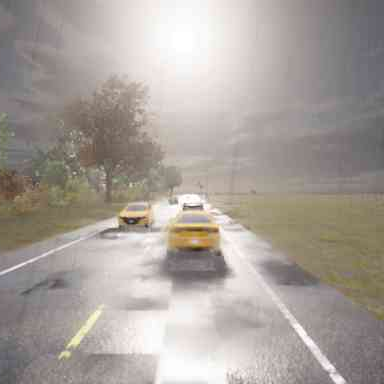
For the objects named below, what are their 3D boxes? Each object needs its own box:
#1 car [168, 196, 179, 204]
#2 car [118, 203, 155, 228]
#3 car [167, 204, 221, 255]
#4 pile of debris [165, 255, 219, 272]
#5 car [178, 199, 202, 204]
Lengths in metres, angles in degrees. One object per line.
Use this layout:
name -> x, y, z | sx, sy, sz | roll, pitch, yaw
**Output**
car -> -3.508, 1.462, 63.693 | 2.128, 1.511, 4.902 | 0, 0, 1
car -> -3.594, 1.463, 22.215 | 1.882, 1.535, 5.008 | 0, 0, 0
car -> 0.094, 1.468, 13.343 | 1.882, 1.535, 5.008 | 0, 0, 0
pile of debris -> 0.003, 2.168, 10.226 | 1.500, 0.140, 1.860 | 0, 0, 0
car -> 0.106, 1.472, 29.794 | 2.128, 1.511, 4.902 | 0, 0, 0
